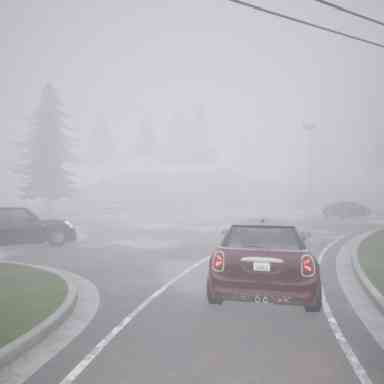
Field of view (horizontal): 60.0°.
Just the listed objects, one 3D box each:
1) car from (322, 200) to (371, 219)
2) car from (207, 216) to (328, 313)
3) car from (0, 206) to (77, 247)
[{"bbox_3d":[13.531,1.503,29.055,4.892,1.490,1.837,0,0,-29],"label":"car"},{"bbox_3d":[1.744,1.351,7.987,2.097,1.767,4.553,0,0,14],"label":"car"},{"bbox_3d":[-7.176,1.351,13.673,4.553,1.767,2.097,0,0,-29],"label":"car"}]
